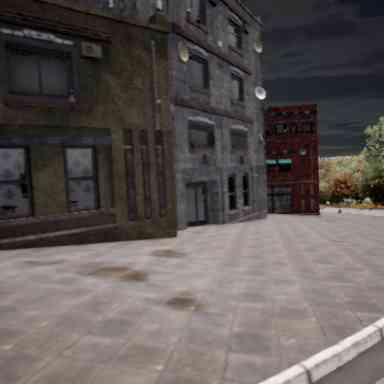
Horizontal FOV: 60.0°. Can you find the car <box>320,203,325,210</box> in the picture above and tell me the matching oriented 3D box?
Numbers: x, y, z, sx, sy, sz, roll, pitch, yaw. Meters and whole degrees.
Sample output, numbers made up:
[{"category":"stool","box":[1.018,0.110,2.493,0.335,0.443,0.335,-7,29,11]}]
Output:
[{"category":"car","box":[26.791,3.066,71.104,2.128,1.511,4.902,-3,-2,2]}]
